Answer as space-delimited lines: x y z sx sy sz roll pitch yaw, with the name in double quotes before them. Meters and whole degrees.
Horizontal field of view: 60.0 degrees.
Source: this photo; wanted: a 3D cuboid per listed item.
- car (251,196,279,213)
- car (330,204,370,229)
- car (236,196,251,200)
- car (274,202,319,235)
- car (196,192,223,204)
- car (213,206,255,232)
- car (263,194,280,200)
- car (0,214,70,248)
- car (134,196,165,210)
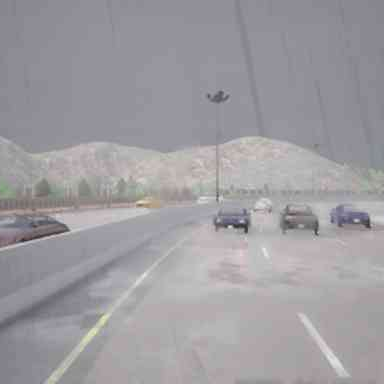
"car" 8.096 1.447 36.567 1.812 1.442 4.674 0 0 23
"car" 10.243 1.501 21.734 1.812 1.442 4.674 0 0 15
"car" 8.114 1.379 51.970 1.837 1.490 4.892 0 0 32
"car" 5.925 1.458 18.788 2.128 1.511 4.902 0 0 12
"car" 2.755 1.084 49.758 2.150 2.045 5.566 0 0 29
"car" 2.513 1.551 19.712 1.895 1.301 4.718 0 0 13
"car" 18.126 1.130 75.763 1.994 1.385 4.181 0 0 43
"car" -6.113 1.503 11.918 1.994 1.385 4.181 0 0 8
"car" -5.230 1.330 41.405 1.882 1.535 5.008 0 0 24
